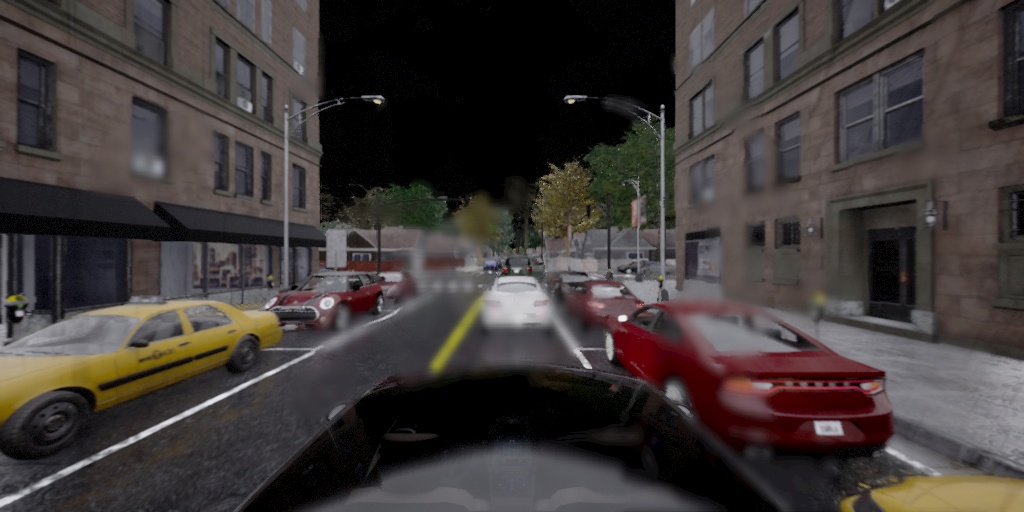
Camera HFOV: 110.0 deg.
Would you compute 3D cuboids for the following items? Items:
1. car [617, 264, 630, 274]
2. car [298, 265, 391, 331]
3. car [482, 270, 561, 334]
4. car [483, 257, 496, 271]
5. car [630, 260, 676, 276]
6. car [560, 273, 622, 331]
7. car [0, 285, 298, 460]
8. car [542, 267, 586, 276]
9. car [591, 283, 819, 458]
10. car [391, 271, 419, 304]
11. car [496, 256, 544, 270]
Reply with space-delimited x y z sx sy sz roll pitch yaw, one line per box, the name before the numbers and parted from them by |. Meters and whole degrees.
car | 13.978 1.221 39.213 4.892 1.490 1.837 0 0 1
car | -5.388 1.204 10.731 1.967 1.591 4.097 0 0 0
car | 0.108 1.290 10.597 1.812 1.442 4.674 0 -1 -1
car | -3.077 1.329 52.045 1.882 1.535 5.008 0 0 0
car | 14.482 1.274 35.972 4.181 1.385 1.994 0 0 0
car | 2.638 1.346 10.733 1.802 1.307 4.207 0 0 0
car | -5.388 1.281 5.042 1.751 1.417 4.829 0 0 0
car | 2.638 1.339 16.251 1.948 1.339 4.313 0 0 0
car | 2.637 1.300 5.215 1.888 1.381 4.507 0 0 0
car | -5.387 1.355 16.250 1.802 1.307 4.207 0 0 0
car | 0.845 1.009 24.269 2.150 2.045 5.566 -1 0 12
